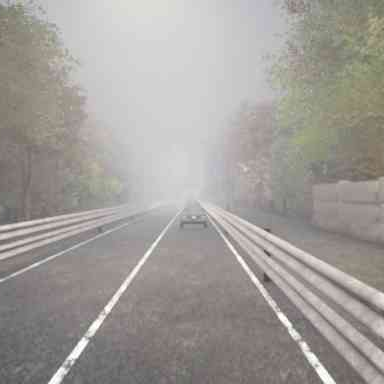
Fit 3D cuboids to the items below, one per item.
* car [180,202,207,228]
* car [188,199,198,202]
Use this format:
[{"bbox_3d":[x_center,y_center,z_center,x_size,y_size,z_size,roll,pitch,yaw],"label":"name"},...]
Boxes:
[{"bbox_3d":[0.101,1.656,23.312,2.033,1.411,5.357,0,-1,0],"label":"car"},{"bbox_3d":[0.104,1.842,49.441,2.097,1.767,4.553,0,-1,0],"label":"car"}]
